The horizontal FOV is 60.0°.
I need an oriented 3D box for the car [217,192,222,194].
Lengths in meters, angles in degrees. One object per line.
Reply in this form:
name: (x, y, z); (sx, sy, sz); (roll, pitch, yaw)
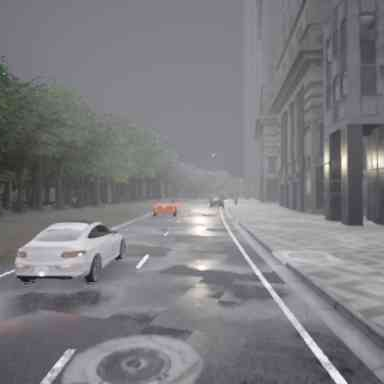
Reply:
car: (4.242, 1.254, 63.866); (1.837, 1.490, 4.892); (0, 0, 8)

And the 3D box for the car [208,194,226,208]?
car: (3.337, 1.378, 44.516); (1.812, 1.442, 4.674); (0, 1, 5)

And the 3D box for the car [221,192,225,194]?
car: (7.425, 0.967, 84.687); (2.150, 2.045, 5.566); (0, -1, 10)

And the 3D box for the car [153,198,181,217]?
car: (-2.293, 1.318, 31.563); (2.097, 1.767, 4.553); (0, 0, 4)

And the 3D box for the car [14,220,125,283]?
car: (-3.257, 1.547, 9.621); (1.812, 1.442, 4.674); (0, 0, 1)
